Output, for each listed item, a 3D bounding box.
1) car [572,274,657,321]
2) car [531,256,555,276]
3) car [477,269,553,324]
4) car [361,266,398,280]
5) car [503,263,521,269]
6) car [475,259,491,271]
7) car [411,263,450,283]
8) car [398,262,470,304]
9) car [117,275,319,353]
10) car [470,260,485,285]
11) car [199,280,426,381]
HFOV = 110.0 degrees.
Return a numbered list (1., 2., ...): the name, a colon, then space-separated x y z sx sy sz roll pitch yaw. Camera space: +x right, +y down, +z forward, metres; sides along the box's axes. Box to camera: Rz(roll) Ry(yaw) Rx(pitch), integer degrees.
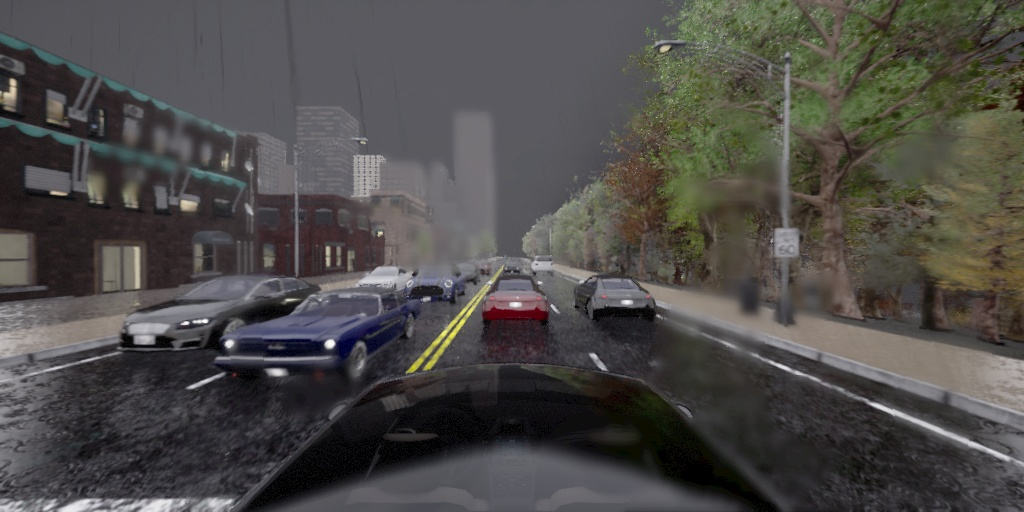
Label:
1. car: 3.351 1.318 12.439 1.994 1.385 4.181 0 0 0
2. car: 3.252 0.986 38.307 2.150 2.045 5.566 0 0 0
3. car: 0.100 1.318 11.944 1.994 1.385 4.181 0 0 0
4. car: -6.593 1.283 19.073 1.812 1.442 4.674 0 0 0
5. car: 0.006 1.365 39.243 1.895 1.301 4.718 0 0 0
6. car: -3.248 1.116 36.591 2.097 1.767 4.553 0 0 0
7. car: -6.557 1.309 29.472 2.033 1.411 5.357 0 0 0
8. car: -3.345 1.108 16.392 2.097 1.767 4.553 0 0 0
9. car: -6.598 1.245 8.899 2.128 1.511 4.902 0 0 0
10. car: -3.325 1.264 26.372 1.837 1.490 4.892 0 0 0
11. car: -3.351 1.353 7.318 1.895 1.301 4.718 0 0 0
